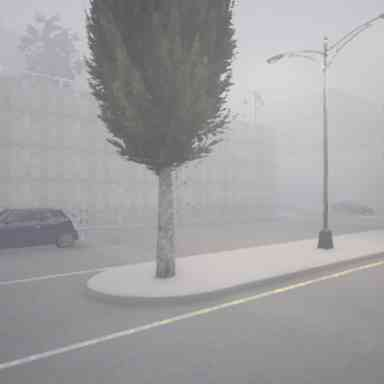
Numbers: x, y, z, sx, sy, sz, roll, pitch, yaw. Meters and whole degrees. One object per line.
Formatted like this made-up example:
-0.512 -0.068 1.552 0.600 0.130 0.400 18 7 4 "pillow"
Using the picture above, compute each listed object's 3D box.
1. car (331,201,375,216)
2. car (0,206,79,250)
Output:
16.788 1.630 34.979 2.033 1.411 5.357 1 2 -7 "car"
-6.988 1.401 13.224 4.553 1.767 2.097 0 0 -37 "car"
